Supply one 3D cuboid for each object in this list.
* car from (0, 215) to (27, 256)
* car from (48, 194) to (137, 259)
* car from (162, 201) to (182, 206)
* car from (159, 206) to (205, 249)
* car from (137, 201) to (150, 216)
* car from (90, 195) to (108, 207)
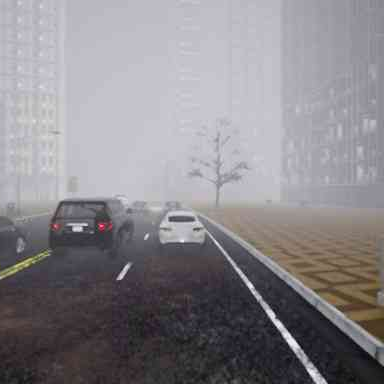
[{"bbox_3d":[-6.982,1.503,10.495,1.837,1.490,4.892,0,0,-3],"label":"car"},{"bbox_3d":[-3.627,1.224,12.852,2.150,2.045,5.566,0,0,-3],"label":"car"},{"bbox_3d":[-1.913,1.562,32.776,2.033,1.411,5.357,0,0,-6],"label":"car"},{"bbox_3d":[-0.471,1.531,14.475,1.812,1.442,4.674,0,0,-3],"label":"car"},{"bbox_3d":[-5.193,1.559,33.038,2.033,1.411,5.357,0,0,-6],"label":"car"},{"bbox_3d":[-14.361,1.371,51.434,2.097,1.767,4.553,0,0,-9],"label":"car"}]
